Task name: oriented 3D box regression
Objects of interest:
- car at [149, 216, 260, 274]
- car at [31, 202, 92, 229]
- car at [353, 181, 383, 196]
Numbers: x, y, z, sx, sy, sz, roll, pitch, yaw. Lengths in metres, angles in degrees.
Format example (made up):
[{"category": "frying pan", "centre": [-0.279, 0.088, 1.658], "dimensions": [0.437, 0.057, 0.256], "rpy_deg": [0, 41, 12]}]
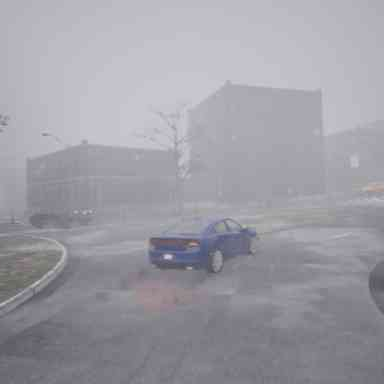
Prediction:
[{"category": "car", "centre": [0.619, 1.539, 10.998], "dimensions": [1.882, 1.535, 5.008], "rpy_deg": [-3, -1, 31]}, {"category": "car", "centre": [-10.706, 1.852, 27.201], "dimensions": [5.566, 2.045, 2.150], "rpy_deg": [-3, -1, 29]}, {"category": "car", "centre": [21.497, -0.444, 39.439], "dimensions": [5.366, 1.575, 1.946], "rpy_deg": [-6, 1, -24]}]
